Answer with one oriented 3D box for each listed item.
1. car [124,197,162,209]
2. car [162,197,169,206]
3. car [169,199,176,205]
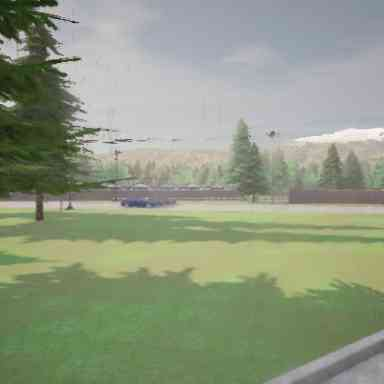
[{"bbox_3d":[-7.008,1.393,44.397,5.008,1.535,1.882,0,0,13],"label":"car"},{"bbox_3d":[-6.193,1.517,47.801,4.718,1.301,1.895,0,0,13],"label":"car"},{"bbox_3d":[-5.391,1.511,51.208,4.718,1.301,1.895,0,0,13],"label":"car"}]
